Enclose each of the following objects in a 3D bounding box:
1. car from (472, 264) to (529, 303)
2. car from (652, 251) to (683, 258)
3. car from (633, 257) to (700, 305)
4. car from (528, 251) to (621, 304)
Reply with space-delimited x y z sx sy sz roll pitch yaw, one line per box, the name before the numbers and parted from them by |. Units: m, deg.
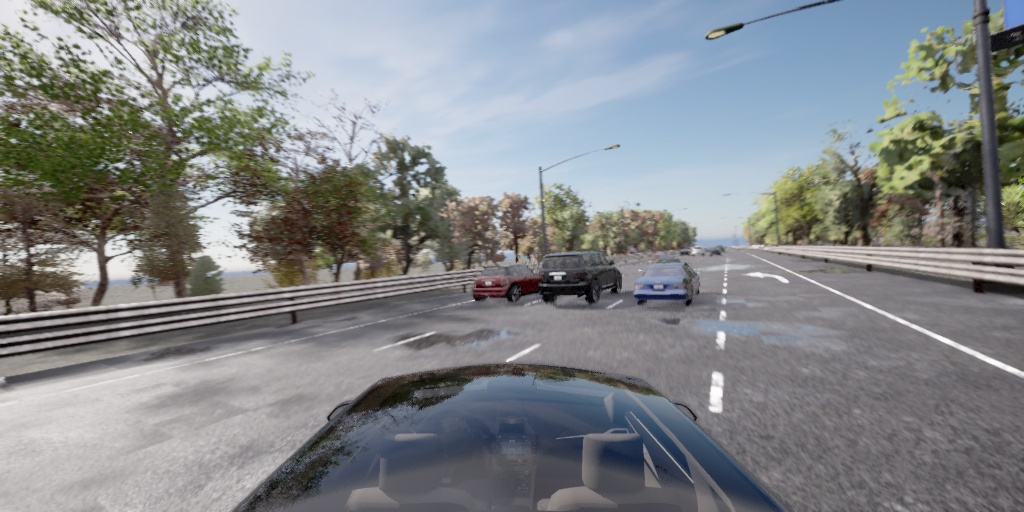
car | 0.076 1.156 17.433 2.097 1.767 4.553 -4 0 31
car | 16.323 0.462 37.624 1.994 1.385 4.181 -4 0 31
car | 6.028 0.969 13.752 2.033 1.411 5.357 -4 0 31
car | 3.092 0.833 15.673 2.150 2.045 5.566 -4 0 31
